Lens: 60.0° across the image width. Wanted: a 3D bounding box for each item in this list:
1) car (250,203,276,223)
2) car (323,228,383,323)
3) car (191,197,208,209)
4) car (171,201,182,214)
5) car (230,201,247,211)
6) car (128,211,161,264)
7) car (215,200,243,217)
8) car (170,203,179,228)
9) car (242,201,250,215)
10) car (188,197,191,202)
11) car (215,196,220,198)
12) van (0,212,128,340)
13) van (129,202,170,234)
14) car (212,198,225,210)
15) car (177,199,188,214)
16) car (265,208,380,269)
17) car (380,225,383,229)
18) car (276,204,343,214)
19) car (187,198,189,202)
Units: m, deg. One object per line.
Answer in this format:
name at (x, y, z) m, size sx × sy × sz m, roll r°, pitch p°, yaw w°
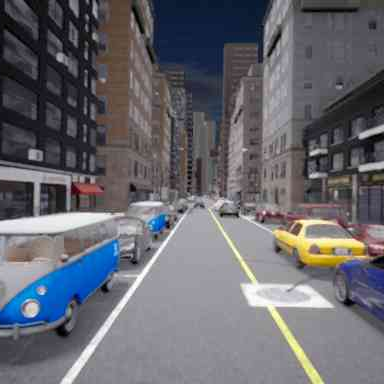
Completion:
car at (6.445, 1.730, 28.169) m, size 1.967 × 1.590 × 4.097 m, roll 1°, pitch 0°, yaw 1°
car at (3.964, 1.625, 5.389) m, size 1.812 × 1.442 × 4.674 m, roll 1°, pitch 0°, yaw 1°
car at (1.190, 1.933, 54.359) m, size 2.033 × 1.411 × 5.357 m, roll 1°, pitch 0°, yaw 1°
car at (-2.079, 1.736, 28.366) m, size 1.802 × 1.307 × 4.206 m, roll 1°, pitch 0°, yaw 1°
car at (6.949, 2.014, 50.167) m, size 1.947 × 1.339 × 4.313 m, roll 1°, pitch 0°, yaw 1°
car at (-2.458, 1.589, 11.866) m, size 2.008 × 1.369 × 4.403 m, roll 1°, pitch 0°, yaw 1°
car at (3.785, 1.855, 34.721) m, size 1.994 × 1.385 × 4.181 m, roll 1°, pitch 0°, yaw 1°
car at (-2.205, 1.681, 22.866) m, size 1.947 × 1.339 × 4.313 m, roll 1°, pitch 0°, yaw 1°
car at (6.696, 1.919, 39.168) m, size 2.008 × 1.369 × 4.403 m, roll 1°, pitch 0°, yaw 1°
car at (-1.571, 1.753, 50.366) m, size 1.967 × 1.590 × 4.097 m, roll 1°, pitch 0°, yaw 1°
car at (7.836, 2.192, 87.247) m, size 1.967 × 1.590 × 4.097 m, roll 1°, pitch 0°, yaw 1°
van at (-2.581, 1.341, 6.369) m, size 1.690 × 1.788 × 3.998 m, roll 1°, pitch 0°, yaw 1°
van at (-2.328, 1.418, 17.367) m, size 1.690 × 1.788 × 3.998 m, roll 1°, pitch 0°, yaw 1°
car at (4.007, 1.900, 46.249) m, size 1.812 × 1.442 × 4.674 m, roll 1°, pitch 0°, yaw 1°
car at (-1.826, 1.799, 39.365) m, size 1.947 × 1.339 × 4.313 m, roll 1°, pitch 0°, yaw 1°
car at (4.107, 1.597, 11.578) m, size 1.801 × 1.575 × 5.366 m, roll 1°, pitch 0°, yaw 1°
car at (6.064, 1.756, 11.669) m, size 1.802 × 1.307 × 4.206 m, roll 1°, pitch 0°, yaw 1°
car at (6.194, 1.527, 17.170) m, size 2.192 × 1.841 × 5.009 m, roll 1°, pitch 0°, yaw 1°
car at (-1.700, 1.855, 44.865) m, size 1.802 × 1.307 × 4.206 m, roll 1°, pitch 0°, yaw 1°
